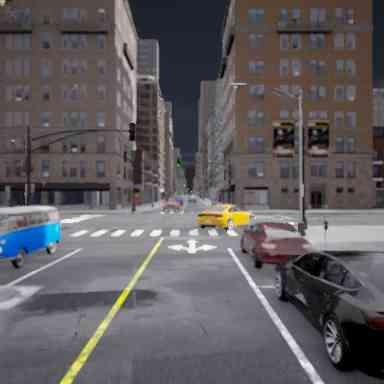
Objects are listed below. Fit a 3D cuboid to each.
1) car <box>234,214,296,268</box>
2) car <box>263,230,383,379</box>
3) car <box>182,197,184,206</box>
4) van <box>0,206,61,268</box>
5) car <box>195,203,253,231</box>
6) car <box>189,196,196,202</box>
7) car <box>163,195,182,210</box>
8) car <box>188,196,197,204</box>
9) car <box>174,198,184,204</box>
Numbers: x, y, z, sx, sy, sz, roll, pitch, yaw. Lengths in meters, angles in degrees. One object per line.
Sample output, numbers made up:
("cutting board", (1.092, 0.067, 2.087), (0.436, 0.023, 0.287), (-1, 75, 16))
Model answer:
("car", (2.676, 1.634, 11.126), (1.802, 1.307, 4.206), (0, 0, 0))
("car", (2.673, 1.592, 5.541), (1.947, 1.339, 4.313), (0, 0, 0))
("car", (-2.826, 1.529, 63.685), (2.150, 2.045, 5.566), (0, 0, 0))
("van", (-5.849, 1.393, 11.130), (1.690, 1.788, 3.998), (0, 0, 0))
("car", (2.306, 1.564, 21.481), (1.882, 1.535, 5.008), (-2, -1, 34))
("car", (0.061, 1.788, 87.168), (1.812, 1.442, 4.674), (0, 0, 0))
("car", (-2.796, 1.567, 45.449), (2.097, 1.767, 4.553), (0, 0, -1))
("car", (0.112, 1.891, 76.747), (2.128, 1.511, 4.902), (0, 0, 0))
("car", (-2.877, 1.957, 74.461), (1.895, 1.301, 4.718), (0, 0, 0))
